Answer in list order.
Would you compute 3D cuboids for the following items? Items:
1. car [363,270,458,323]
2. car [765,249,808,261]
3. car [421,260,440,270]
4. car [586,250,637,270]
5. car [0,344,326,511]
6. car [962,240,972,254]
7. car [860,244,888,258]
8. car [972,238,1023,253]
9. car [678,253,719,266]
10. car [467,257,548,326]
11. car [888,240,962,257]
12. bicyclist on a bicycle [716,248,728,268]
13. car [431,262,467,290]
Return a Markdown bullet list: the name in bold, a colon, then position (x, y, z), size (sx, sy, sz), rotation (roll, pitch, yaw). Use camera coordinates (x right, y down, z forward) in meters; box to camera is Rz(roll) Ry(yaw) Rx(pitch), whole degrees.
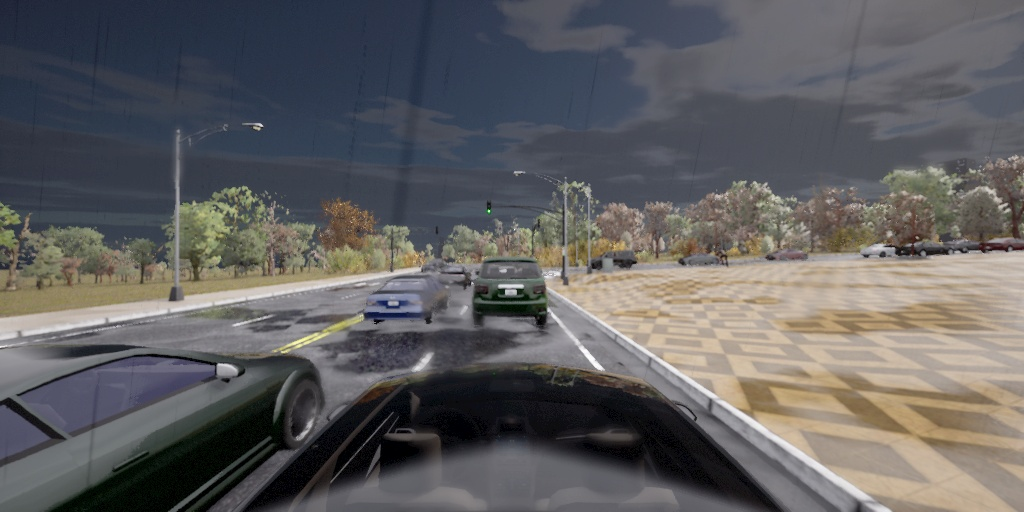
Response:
- **car**: position (-3.346, 1.370, 12.398), size (2.033, 1.411, 5.357), rotation (0, 0, -1)
- **car**: position (31.860, -0.138, 41.680), size (4.181, 1.385, 1.994), rotation (-3, 0, -4)
- **car**: position (-12.517, 1.730, 54.405), size (1.994, 1.385, 4.181), rotation (0, -1, -5)
- **car**: position (11.204, 0.454, 40.377), size (5.566, 2.045, 2.150), rotation (-3, 0, -3)
- **car**: position (-3.179, 1.320, 2.546), size (1.994, 1.385, 4.181), rotation (0, 0, -1)
- **car**: position (50.783, -1.062, 40.233), size (4.902, 1.511, 2.128), rotation (-3, 0, -7)
- **car**: position (40.595, -0.582, 39.075), size (4.674, 1.442, 1.812), rotation (-3, 0, -6)
- **car**: position (51.175, -1.107, 37.007), size (5.008, 1.535, 1.882), rotation (-2, 0, -7)
- **car**: position (21.232, 0.341, 40.913), size (4.181, 1.385, 1.994), rotation (-3, 0, -3)
- **car**: position (-0.090, 1.045, 12.132), size (2.150, 2.045, 5.566), rotation (0, 0, -1)
- **car**: position (41.256, -0.675, 35.876), size (5.008, 1.535, 1.882), rotation (-3, 0, -5)
- **bicyclist on a bicycle**: position (17.415, 0.173, 29.775), size (0.582, 1.620, 1.656), rotation (-2, -1, -3)
- **car**: position (-3.744, 1.398, 24.019), size (2.128, 1.511, 4.902), rotation (0, 0, -2)
